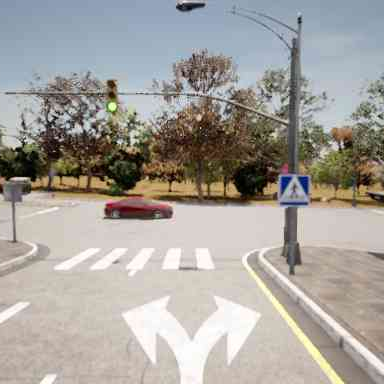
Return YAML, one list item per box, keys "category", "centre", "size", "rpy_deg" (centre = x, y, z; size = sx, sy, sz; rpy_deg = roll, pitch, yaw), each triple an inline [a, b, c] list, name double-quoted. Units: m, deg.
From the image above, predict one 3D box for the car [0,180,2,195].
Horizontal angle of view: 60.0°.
- category: "car"
  centre: [-23.298, -0.687, 39.584]
  size: [2.185, 1.767, 4.553]
  rpy_deg: [1, 4, -13]

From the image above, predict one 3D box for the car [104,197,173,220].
- category: "car"
  centre: [-3.906, 1.166, 24.354]
  size: [5.008, 1.535, 1.882]
  rpy_deg: [0, 4, 4]

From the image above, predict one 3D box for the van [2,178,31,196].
- category: "van"
  centre: [-20.329, -0.666, 39.189]
  size: [1.878, 1.987, 4.442]
  rpy_deg: [1, 4, -14]
